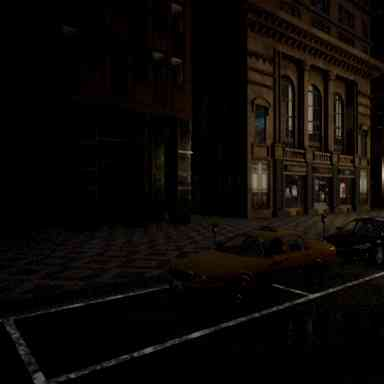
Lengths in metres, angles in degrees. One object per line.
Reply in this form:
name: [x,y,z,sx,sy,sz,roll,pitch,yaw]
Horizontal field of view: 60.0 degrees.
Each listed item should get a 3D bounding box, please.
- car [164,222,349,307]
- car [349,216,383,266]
car: [1.627,1.526,8.004,4.829,1.417,1.752,0,0,-37]
car: [6.244,1.553,11.505,4.403,1.369,2.008,0,0,-37]
